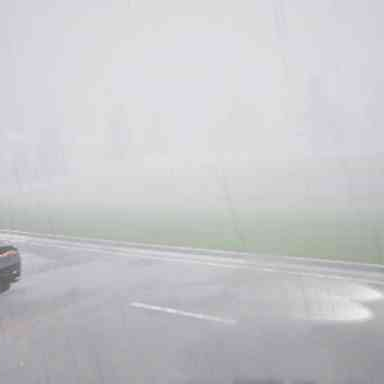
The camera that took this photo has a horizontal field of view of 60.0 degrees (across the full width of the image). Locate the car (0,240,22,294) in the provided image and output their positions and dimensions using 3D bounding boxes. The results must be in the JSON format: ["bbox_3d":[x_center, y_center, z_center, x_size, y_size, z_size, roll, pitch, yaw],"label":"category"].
[{"bbox_3d":[-5.690,1.398,6.991,4.902,1.511,2.128,0,1,29],"label":"car"}]
